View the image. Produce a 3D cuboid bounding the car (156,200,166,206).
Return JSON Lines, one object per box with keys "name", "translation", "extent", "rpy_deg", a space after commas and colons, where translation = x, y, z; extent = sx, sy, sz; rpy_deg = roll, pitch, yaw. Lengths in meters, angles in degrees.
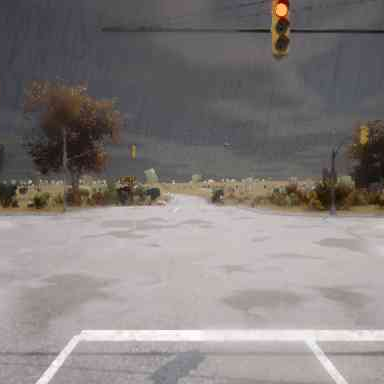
{"name": "car", "translation": [-7.000, 2.522, 76.074], "extent": [1.882, 1.535, 5.008], "rpy_deg": [0, -2, 0]}
